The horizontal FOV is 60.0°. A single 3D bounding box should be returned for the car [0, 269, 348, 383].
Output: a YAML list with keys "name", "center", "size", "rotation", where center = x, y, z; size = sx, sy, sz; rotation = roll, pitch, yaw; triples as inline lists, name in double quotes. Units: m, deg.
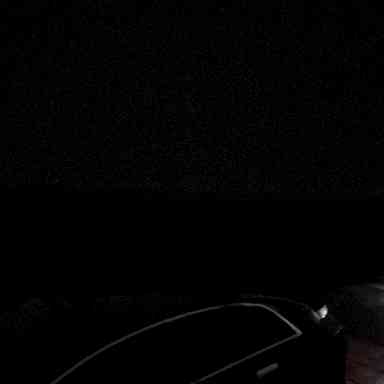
- name: "car"
  center: [-0.703, 1.517, 2.556]
  size: [4.892, 1.490, 1.837]
  rotation: [0, 0, -37]
